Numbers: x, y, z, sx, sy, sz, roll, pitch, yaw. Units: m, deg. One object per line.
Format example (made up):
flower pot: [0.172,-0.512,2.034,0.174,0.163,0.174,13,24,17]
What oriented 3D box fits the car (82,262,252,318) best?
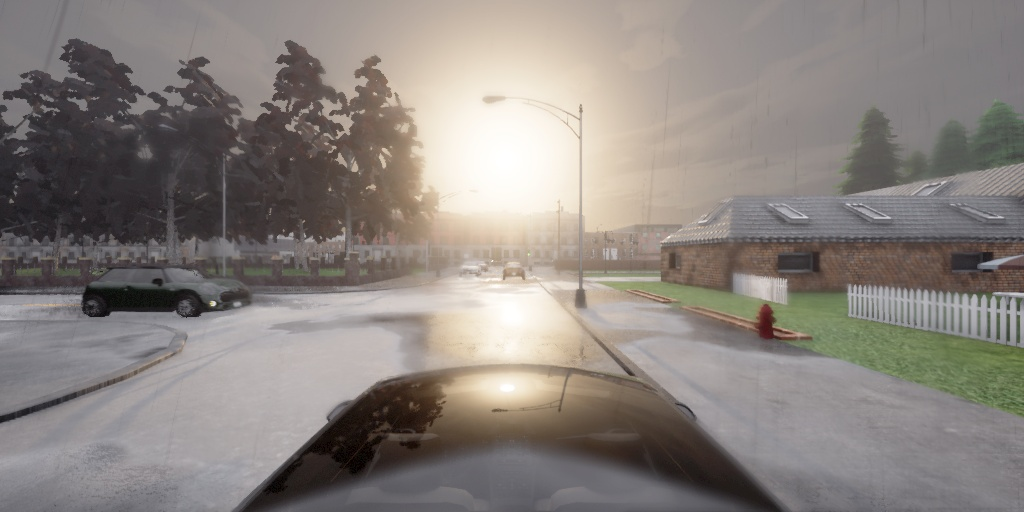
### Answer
car: [-11.729,1.102,12.432,4.553,1.767,2.097,0,0,1]

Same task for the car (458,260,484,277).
car: [-4.088,1.276,35.668,1.812,1.442,4.674,0,0,0]

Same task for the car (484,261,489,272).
car: [-4.060,1.276,45.468,1.812,1.442,4.674,0,0,0]

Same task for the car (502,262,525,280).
car: [0.145,1.276,31.669,1.812,1.442,4.674,0,0,0]
